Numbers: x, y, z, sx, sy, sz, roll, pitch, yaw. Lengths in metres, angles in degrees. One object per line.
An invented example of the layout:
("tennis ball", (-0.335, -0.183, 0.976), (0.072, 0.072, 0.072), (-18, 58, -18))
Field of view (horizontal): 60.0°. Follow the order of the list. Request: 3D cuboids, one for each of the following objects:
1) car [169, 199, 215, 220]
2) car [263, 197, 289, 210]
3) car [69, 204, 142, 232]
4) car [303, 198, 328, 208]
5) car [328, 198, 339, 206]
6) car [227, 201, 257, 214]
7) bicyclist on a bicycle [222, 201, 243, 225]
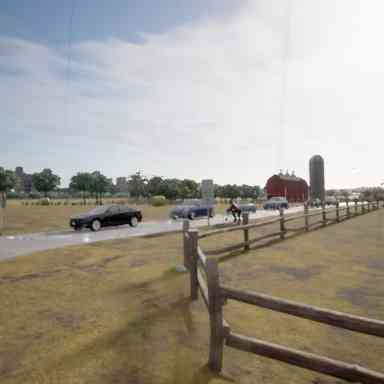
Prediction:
("car", (0.055, 1.435, 28.665), (2.097, 1.767, 4.553), (-2, -1, 36))
("car", (11.166, 1.465, 44.146), (2.097, 1.767, 4.553), (-2, -1, 36))
("car", (-5.344, 1.547, 21.092), (1.882, 1.535, 5.008), (-2, -1, 35))
("car", (17.879, 1.655, 48.538), (1.895, 1.301, 4.718), (-2, -2, 35))
("car", (23.665, 1.663, 56.620), (2.033, 1.411, 5.357), (-2, -2, 35))
("car", (5.432, 1.660, 36.179), (1.994, 1.385, 4.181), (-2, -1, 35))
("bicyclist on a bicycle", (2.732, 1.399, 22.118), (1.656, 1.620, 0.582), (0, 0, 36))
